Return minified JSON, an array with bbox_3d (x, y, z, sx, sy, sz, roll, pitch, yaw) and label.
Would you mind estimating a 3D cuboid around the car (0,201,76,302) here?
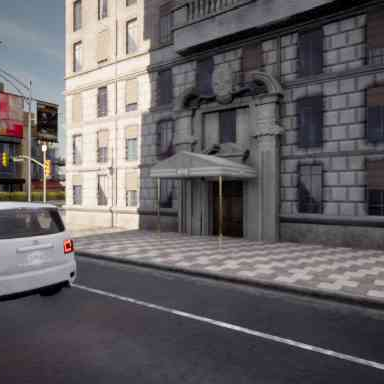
[{"bbox_3d":[-4.924,1.221,7.395,5.566,2.045,2.150,0,0,35],"label":"car"}]
